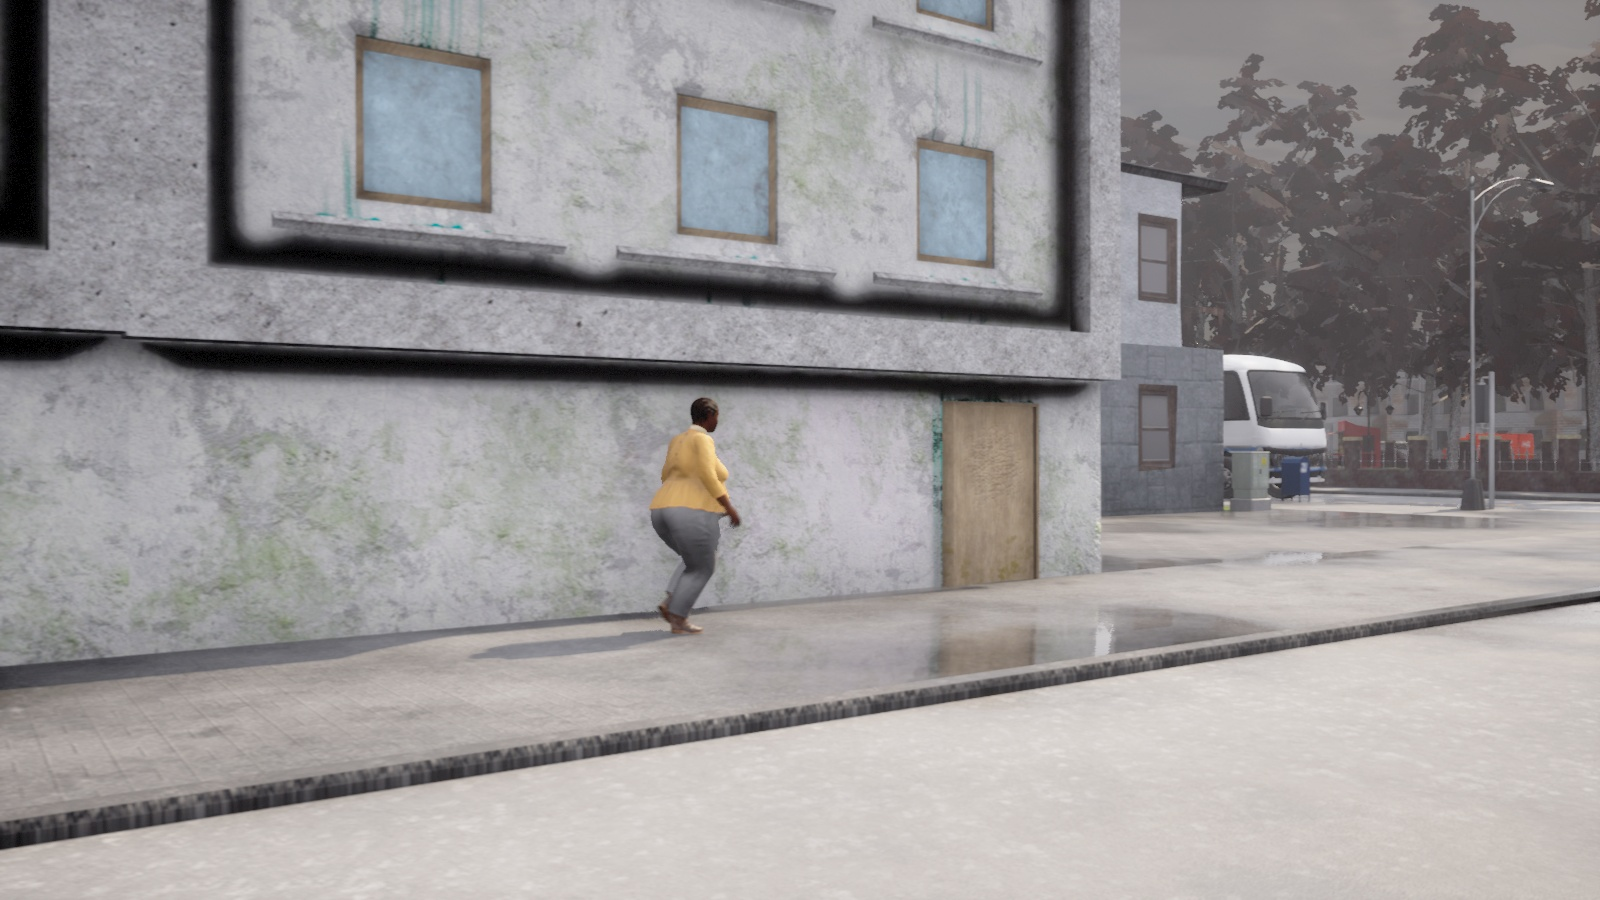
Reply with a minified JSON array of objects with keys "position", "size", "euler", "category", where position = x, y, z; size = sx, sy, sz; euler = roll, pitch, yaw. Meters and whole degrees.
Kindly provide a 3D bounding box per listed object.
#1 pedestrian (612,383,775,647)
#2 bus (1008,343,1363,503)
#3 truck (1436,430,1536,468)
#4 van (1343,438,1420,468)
[{"position":[-0.810,0.456,9.457],"size":[0.900,1.855,0.874],"euler":[0,0,-34],"category":"pedestrian"},{"position":[11.465,-0.721,38.784],"size":[3.944,4.253,10.273],"euler":[0,0,-34],"category":"bus"},{"position":[45.395,-0.065,83.220],"size":[2.627,2.467,5.204],"euler":[0,0,-35],"category":"truck"},{"position":[39.301,0.212,84.960],"size":[1.775,1.987,4.442],"euler":[0,0,-35],"category":"van"}]
